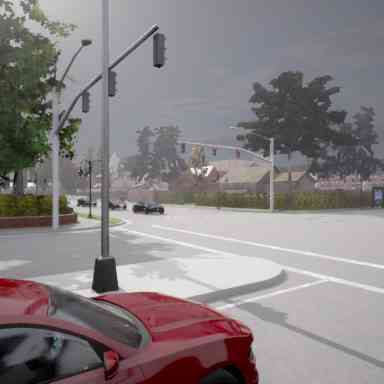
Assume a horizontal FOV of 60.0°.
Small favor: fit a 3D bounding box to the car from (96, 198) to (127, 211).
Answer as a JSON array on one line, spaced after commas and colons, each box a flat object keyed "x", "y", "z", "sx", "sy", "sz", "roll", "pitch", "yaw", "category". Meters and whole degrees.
[{"x": -9.776, "y": 1.491, "z": 41.600, "sx": 2.128, "sy": 1.511, "sz": 4.902, "roll": 0, "pitch": 0, "yaw": -36, "category": "car"}]

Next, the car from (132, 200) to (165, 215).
[{"x": -4.550, "y": 1.564, "z": 34.394, "sx": 1.994, "sy": 1.385, "sz": 4.181, "roll": 0, "pitch": 0, "yaw": -36, "category": "car"}]

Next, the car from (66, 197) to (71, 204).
[{"x": -23.579, "y": 1.526, "z": 60.731, "sx": 1.812, "sy": 1.442, "sz": 4.674, "roll": 0, "pitch": 0, "yaw": -35, "category": "car"}]

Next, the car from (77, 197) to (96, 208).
[{"x": -15.725, "y": 1.492, "z": 49.816, "sx": 2.128, "sy": 1.511, "sz": 4.902, "roll": 0, "pitch": 0, "yaw": -36, "category": "car"}]

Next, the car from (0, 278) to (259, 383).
[{"x": -1.637, "y": 1.478, "z": 2.600, "sx": 5.008, "sy": 1.535, "sz": 1.882, "roll": 0, "pitch": 0, "yaw": -35, "category": "car"}]
